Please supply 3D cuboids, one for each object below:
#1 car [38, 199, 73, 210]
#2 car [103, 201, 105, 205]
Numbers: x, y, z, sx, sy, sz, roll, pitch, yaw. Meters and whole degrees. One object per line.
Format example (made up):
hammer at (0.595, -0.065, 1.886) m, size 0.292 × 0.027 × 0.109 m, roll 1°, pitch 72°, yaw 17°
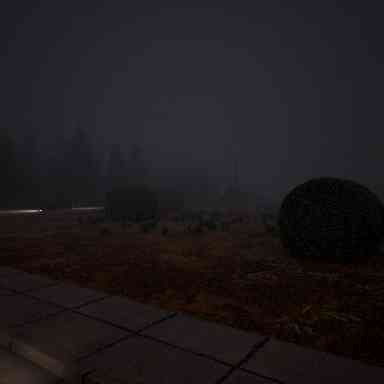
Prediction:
car at (-17.056, 1.547, 41.692) m, size 1.994 × 1.385 × 4.181 m, roll 0°, pitch 0°, yaw 37°
car at (-10.987, 1.580, 49.870) m, size 1.895 × 1.301 × 4.718 m, roll 0°, pitch 0°, yaw 37°
